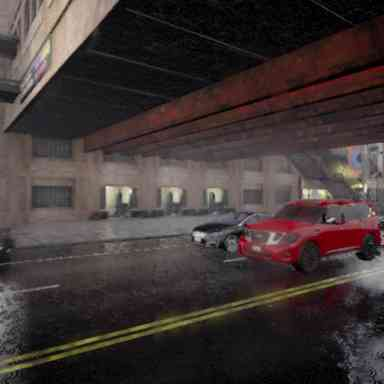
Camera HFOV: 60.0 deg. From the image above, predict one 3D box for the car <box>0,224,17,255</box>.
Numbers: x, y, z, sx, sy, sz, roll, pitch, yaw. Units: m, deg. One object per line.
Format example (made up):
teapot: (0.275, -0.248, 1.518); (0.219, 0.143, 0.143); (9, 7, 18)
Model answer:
car: (-8.197, 1.474, 10.312); (4.892, 1.521, 2.231); (0, 0, -26)

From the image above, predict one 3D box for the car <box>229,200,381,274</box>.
car: (4.134, 1.297, 11.162); (5.566, 2.045, 2.150); (1, 0, -35)

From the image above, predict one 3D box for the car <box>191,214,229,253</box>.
car: (2.226, 1.568, 14.102); (4.902, 1.511, 2.128); (1, 0, -35)
